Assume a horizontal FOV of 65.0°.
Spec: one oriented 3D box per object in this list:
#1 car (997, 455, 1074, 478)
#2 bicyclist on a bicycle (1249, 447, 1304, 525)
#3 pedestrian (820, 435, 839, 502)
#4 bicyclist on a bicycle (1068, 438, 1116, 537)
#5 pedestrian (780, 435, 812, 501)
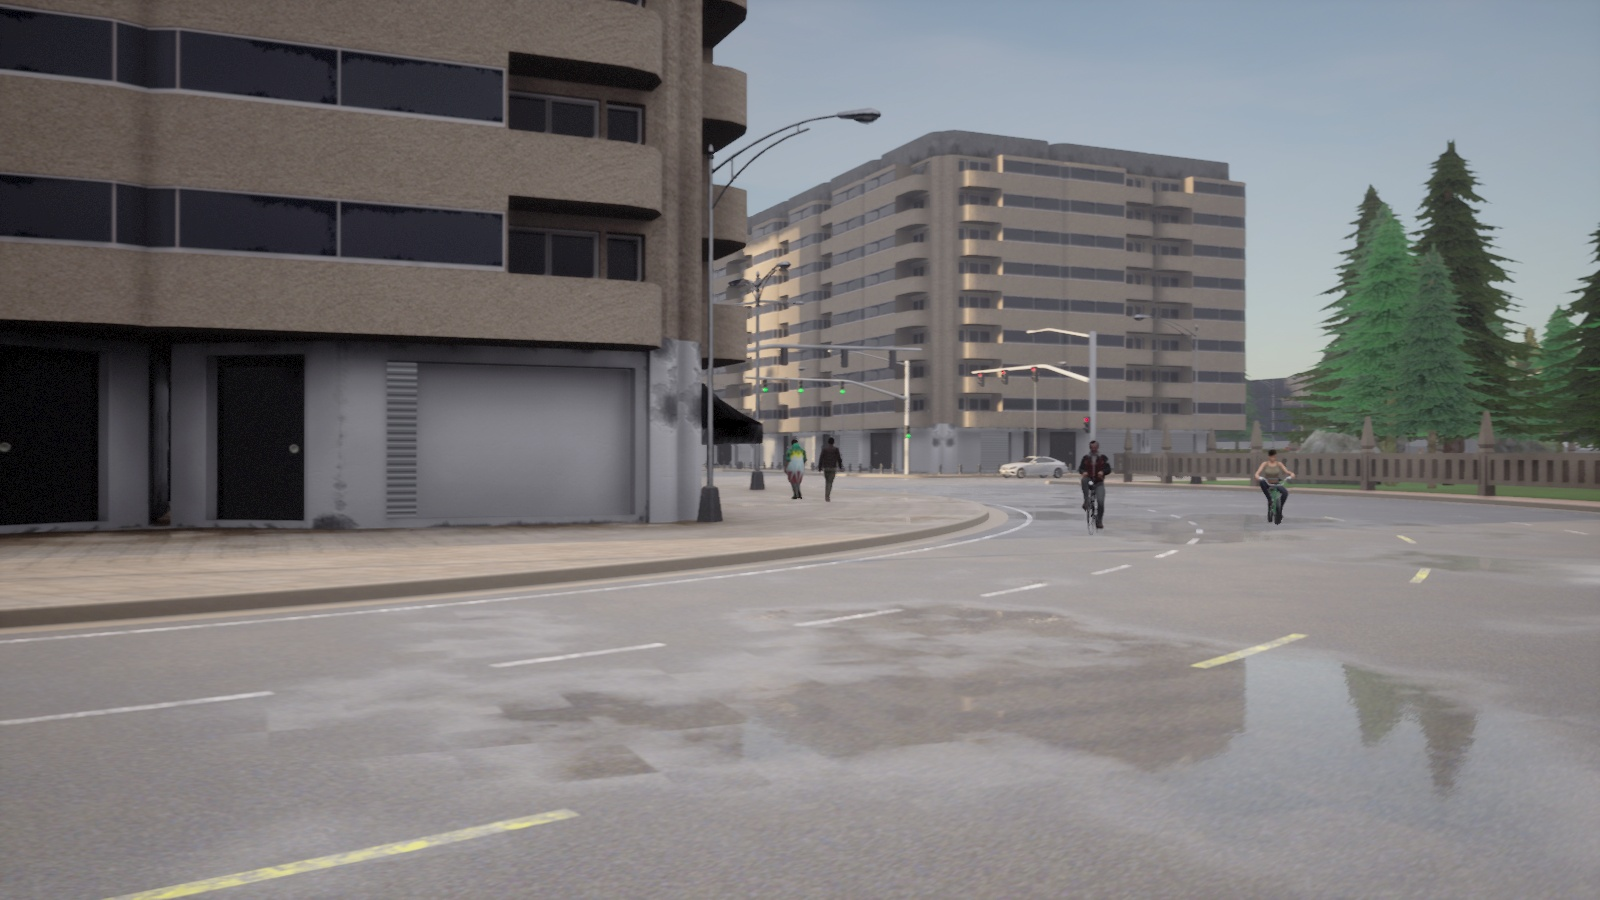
[{"bbox_3d":[15.305,1.058,81.558,4.674,1.442,1.812,0,0,-24],"label":"car"},{"bbox_3d":[10.133,0.744,26.764,0.866,1.612,1.509,-1,0,13],"label":"bicyclist on a bicycle"},{"bbox_3d":[0.824,0.515,35.042,0.431,1.840,0.703,0,0,11],"label":"pedestrian"},{"bbox_3d":[5.448,0.679,23.352,0.659,1.776,1.843,-1,-1,19],"label":"bicyclist on a bicycle"},{"bbox_3d":[-0.134,0.528,37.505,0.659,1.952,0.873,0,0,-23],"label":"pedestrian"}]
